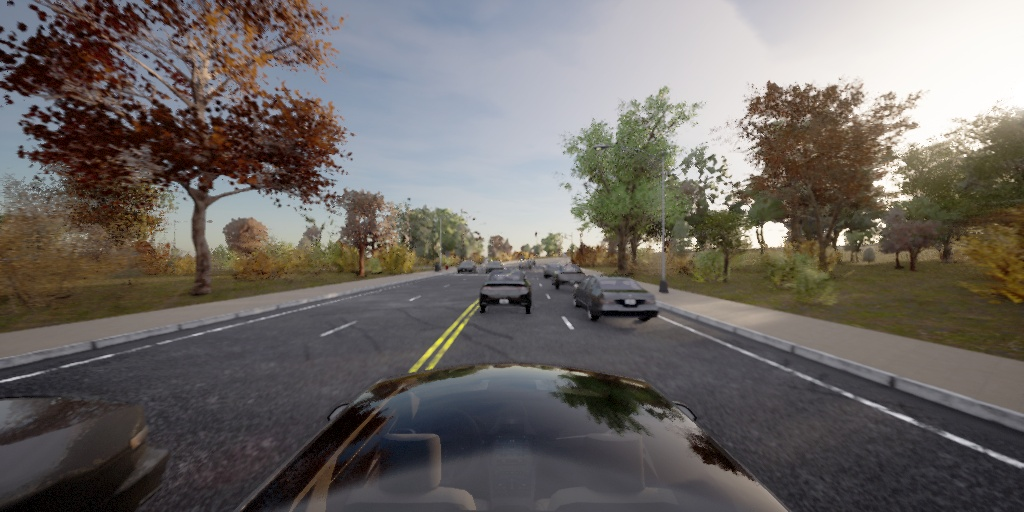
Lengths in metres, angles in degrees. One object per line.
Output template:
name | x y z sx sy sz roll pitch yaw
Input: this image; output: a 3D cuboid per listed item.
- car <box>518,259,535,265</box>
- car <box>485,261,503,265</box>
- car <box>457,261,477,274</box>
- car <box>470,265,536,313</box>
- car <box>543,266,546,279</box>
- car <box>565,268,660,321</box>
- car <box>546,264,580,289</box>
car | 1.939 1.370 53.224 2.128 1.511 4.902 0 0 5
car | -2.090 1.365 42.852 1.837 1.490 4.892 0 -1 4
car | -5.330 1.364 43.120 1.837 1.490 4.892 0 -1 4
car | -0.133 1.283 14.196 2.128 1.511 4.902 0 0 3
car | 4.030 1.407 34.386 1.994 1.385 4.181 0 0 3
car | 3.336 1.336 12.548 2.033 1.411 5.357 0 0 1
car | 3.599 1.310 23.470 2.128 1.511 4.902 0 0 2
